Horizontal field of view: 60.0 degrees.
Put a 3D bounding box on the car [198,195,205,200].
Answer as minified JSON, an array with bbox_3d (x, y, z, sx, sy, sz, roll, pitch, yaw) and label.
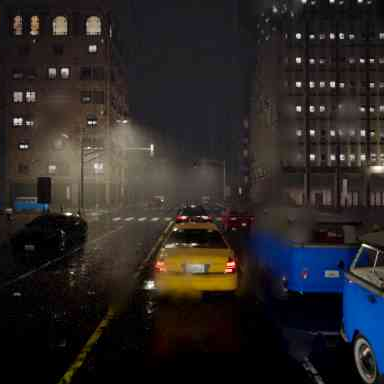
[{"bbox_3d":[2.670,1.472,91.585,1.752,1.417,4.829,1,0,0],"label":"car"}]

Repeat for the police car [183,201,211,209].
[{"bbox_3d":[0.097,1.505,19.341,2.038,1.542,4.974,0,0,0],"label":"police car"}]

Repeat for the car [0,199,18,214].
[{"bbox_3d":[-19.855,1.620,32.336,4.403,1.369,2.008,0,0,1],"label":"car"}]

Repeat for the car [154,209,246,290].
[{"bbox_3d":[0.093,1.458,9.016,1.801,1.575,5.366,0,0,0],"label":"car"}]

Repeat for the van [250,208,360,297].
[{"bbox_3d":[2.700,1.343,8.257,1.690,1.788,3.998,1,0,0],"label":"van"}]

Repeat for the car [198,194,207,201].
[{"bbox_3d":[2.673,1.393,85.763,1.967,1.590,4.097,1,0,0],"label":"car"}]

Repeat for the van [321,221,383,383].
[{"bbox_3d":[2.702,1.342,2.680,1.690,1.788,3.998,1,0,0],"label":"van"}]

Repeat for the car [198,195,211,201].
[{"bbox_3d":[2.679,1.529,63.157,2.008,1.369,4.403,1,0,0],"label":"car"}]

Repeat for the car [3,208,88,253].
[{"bbox_3d":[-5.685,1.567,13.837,1.947,1.339,4.313,1,0,0],"label":"car"}]

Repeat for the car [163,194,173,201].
[{"bbox_3d":[-5.705,1.400,80.109,1.967,1.590,4.097,1,0,0],"label":"car"}]

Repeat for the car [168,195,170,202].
[{"bbox_3d":[-5.701,1.560,63.155,1.802,1.307,4.206,1,0,0],"label":"car"}]

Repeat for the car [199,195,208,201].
[{"bbox_3d":[2.673,1.510,80.111,2.008,1.369,4.403,1,0,0],"label":"car"}]

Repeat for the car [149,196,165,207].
[{"bbox_3d":[-5.698,1.572,51.852,1.802,1.307,4.206,1,0,0],"label":"car"}]

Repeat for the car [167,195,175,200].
[{"bbox_3d":[-5.710,1.472,91.243,1.752,1.417,4.829,1,0,0],"label":"car"}]

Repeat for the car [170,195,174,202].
[{"bbox_3d":[-5.705,1.516,74.458,2.008,1.369,4.403,1,0,0],"label":"car"}]

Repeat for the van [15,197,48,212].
[{"bbox_3d":[-19.749,1.525,40.717,3.998,1.788,1.690,0,0,1],"label":"van"}]

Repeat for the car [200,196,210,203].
[{"bbox_3d":[2.677,1.517,68.808,1.887,1.381,4.507,1,0,0],"label":"car"}]

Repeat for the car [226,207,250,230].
[{"bbox_3d":[2.694,1.545,19.410,1.887,1.381,4.507,1,0,0],"label":"car"}]

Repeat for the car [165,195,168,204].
[{"bbox_3d":[-5.697,1.424,57.505,1.967,1.590,4.097,1,0,0],"label":"car"}]
